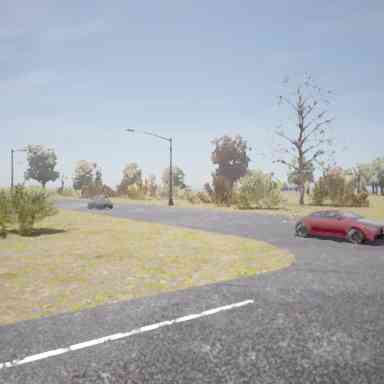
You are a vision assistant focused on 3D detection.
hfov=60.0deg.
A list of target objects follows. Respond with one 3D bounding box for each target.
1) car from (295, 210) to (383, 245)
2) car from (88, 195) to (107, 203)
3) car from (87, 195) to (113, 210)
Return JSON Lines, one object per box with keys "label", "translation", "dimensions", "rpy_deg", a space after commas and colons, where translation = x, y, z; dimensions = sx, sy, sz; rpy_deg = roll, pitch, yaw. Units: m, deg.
{"label": "car", "translation": [6.994, 1.537, 15.706], "dimensions": [1.994, 1.385, 4.181], "rpy_deg": [0, 0, -36]}
{"label": "car", "translation": [-17.085, 1.235, 60.006], "dimensions": [1.812, 1.442, 4.674], "rpy_deg": [0, 0, -37]}
{"label": "car", "translation": [-11.084, 1.393, 40.137], "dimensions": [1.994, 1.385, 4.181], "rpy_deg": [0, 0, -36]}
